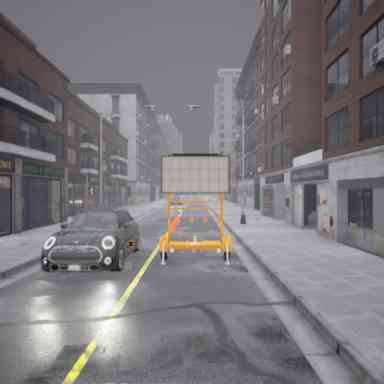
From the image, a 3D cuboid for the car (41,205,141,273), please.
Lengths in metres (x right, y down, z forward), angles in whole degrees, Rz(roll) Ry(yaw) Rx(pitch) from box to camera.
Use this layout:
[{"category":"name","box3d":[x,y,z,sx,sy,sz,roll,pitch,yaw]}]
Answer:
[{"category":"car","box3d":[-2.992,1.347,10.748,2.097,1.767,4.553,0,0,1]}]

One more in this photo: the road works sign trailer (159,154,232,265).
[{"category":"road works sign trailer","box3d":[0.119,0.459,11.691,2.380,3.560,2.880,0,0,1]}]

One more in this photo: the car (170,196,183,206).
[{"category":"car","box3d":[-2.553,1.461,52.414,1.837,1.490,4.892,0,0,1]}]
